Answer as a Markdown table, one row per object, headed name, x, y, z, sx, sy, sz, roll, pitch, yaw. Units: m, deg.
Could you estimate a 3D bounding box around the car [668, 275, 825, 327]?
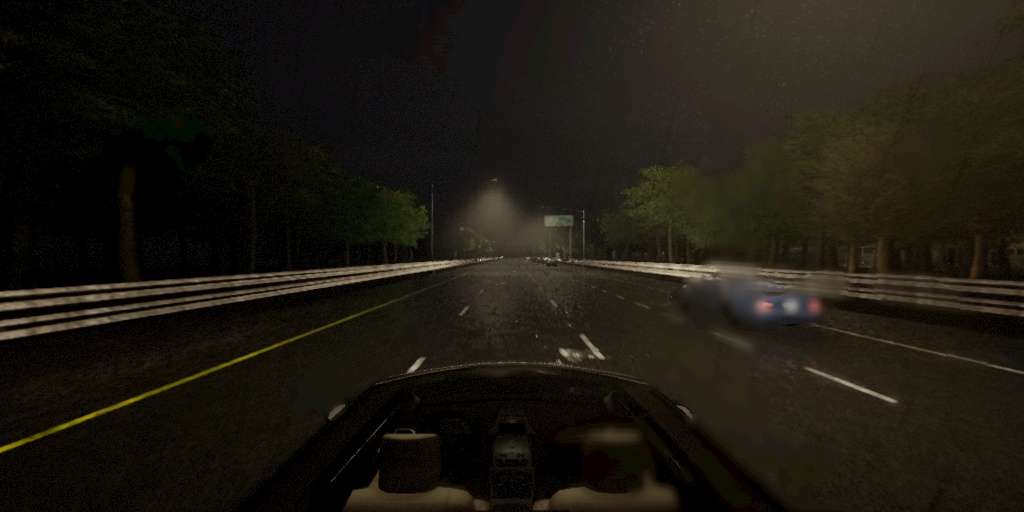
| name | x | y | z | sx | sy | sz | roll | pitch | yaw |
| --- | --- | --- | --- | --- | --- | --- | --- | --- | --- |
| car | 7.008 | 1.302 | 11.508 | 2.033 | 1.411 | 5.357 | 0 | 0 | 0 |
